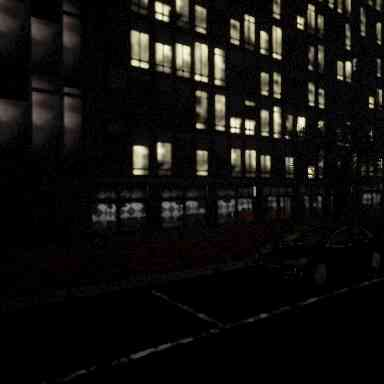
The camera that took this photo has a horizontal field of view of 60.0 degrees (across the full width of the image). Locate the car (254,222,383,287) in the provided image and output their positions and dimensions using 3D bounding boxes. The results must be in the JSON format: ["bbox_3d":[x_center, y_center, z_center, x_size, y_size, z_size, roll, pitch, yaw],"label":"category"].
[{"bbox_3d":[3.592,1.531,9.126,4.403,1.369,2.008,0,0,-35],"label":"car"}]
